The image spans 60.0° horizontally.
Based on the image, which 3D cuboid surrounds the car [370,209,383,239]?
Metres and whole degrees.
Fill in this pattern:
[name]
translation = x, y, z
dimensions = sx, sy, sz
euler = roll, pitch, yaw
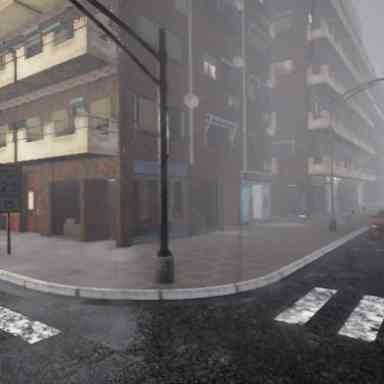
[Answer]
[car]
translation = 10.045, 1.512, 16.506
dimensions = 1.887, 1.381, 4.507
euler = -1, 0, 36
